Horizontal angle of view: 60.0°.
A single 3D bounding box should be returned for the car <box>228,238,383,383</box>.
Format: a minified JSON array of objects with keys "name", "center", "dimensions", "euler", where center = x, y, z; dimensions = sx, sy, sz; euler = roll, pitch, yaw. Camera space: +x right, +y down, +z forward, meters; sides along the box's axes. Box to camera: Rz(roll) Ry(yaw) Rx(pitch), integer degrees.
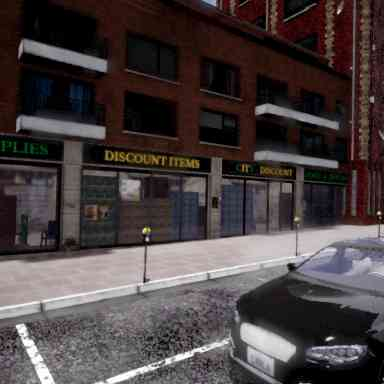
[{"name":"car","center":[2.703,1.495,4.886],"dimensions":[4.902,1.511,2.128],"euler":[0,0,-36]}]
